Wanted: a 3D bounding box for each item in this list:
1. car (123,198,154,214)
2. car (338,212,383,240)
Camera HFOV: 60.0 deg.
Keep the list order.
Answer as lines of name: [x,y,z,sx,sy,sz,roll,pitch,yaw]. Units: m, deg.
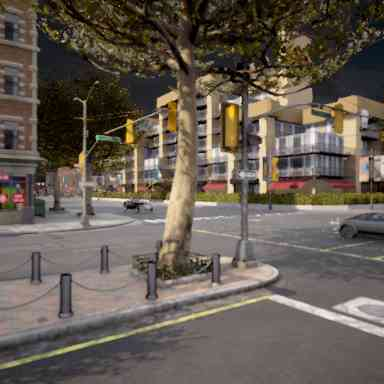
car: [-5.992,1.446,36.645,2.128,1.511,4.902,0,0,-36]
car: [9.165,1.627,15.631,1.994,1.385,4.181,0,0,-36]
